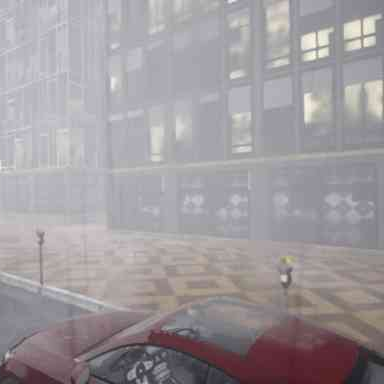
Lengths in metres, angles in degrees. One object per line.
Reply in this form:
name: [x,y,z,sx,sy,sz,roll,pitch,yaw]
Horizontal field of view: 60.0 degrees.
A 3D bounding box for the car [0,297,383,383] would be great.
car: [0.089,1.578,2.671,4.206,1.307,1.802,0,-1,35]
